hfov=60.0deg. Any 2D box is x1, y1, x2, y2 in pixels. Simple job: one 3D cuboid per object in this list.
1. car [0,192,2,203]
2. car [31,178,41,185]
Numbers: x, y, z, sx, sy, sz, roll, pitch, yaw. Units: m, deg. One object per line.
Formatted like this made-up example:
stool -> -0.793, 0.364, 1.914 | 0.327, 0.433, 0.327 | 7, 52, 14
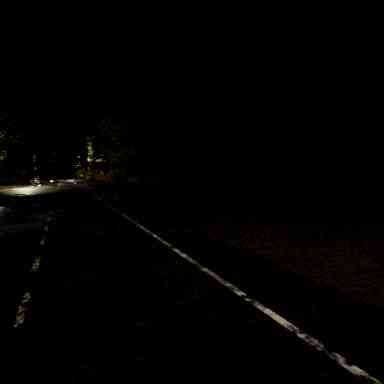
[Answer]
car -> -17.026, 0.375, 27.461 | 1.837, 1.490, 4.892 | -4, 4, -21
car -> -37.752, -2.551, 80.385 | 2.097, 1.767, 4.553 | -4, 4, -21
